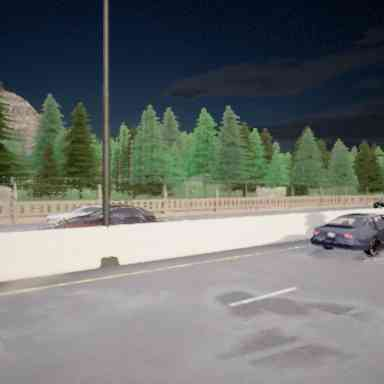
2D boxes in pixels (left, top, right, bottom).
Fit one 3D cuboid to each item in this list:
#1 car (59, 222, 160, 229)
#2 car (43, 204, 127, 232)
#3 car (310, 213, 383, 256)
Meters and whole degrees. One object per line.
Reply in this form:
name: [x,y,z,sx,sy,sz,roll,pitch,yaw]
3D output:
car: [-3.203,1.596,14.606,4.718,1.301,1.895,0,0,-36]
car: [-6.592,1.523,20.786,4.674,1.442,1.812,0,0,-36]
car: [6.851,1.522,12.935,5.357,1.411,2.033,0,0,-36]
